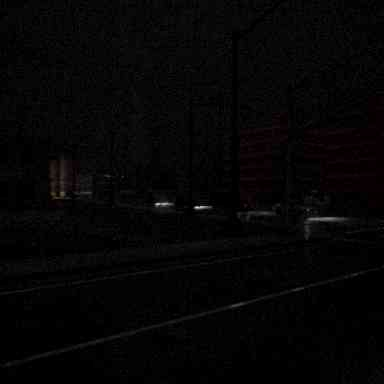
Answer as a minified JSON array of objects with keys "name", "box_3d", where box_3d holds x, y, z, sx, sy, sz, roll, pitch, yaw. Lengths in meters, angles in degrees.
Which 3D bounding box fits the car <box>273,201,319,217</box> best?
[{"name":"car","box_3d":[10.003,1.584,32.332,1.812,1.442,4.674,0,0,-34]}]

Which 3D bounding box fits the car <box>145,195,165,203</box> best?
[{"name":"car","box_3d":[-6.261,1.152,56.142,1.994,1.385,4.181,0,1,-34]}]

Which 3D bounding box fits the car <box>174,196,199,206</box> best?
[{"name":"car","box_3d":[-0.813,1.321,48.155,1.994,1.385,4.181,1,1,-34]}]

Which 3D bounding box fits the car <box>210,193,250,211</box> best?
[{"name":"car","box_3d":[4.536,1.143,40.341,2.150,2.045,5.566,0,1,-35]}]
